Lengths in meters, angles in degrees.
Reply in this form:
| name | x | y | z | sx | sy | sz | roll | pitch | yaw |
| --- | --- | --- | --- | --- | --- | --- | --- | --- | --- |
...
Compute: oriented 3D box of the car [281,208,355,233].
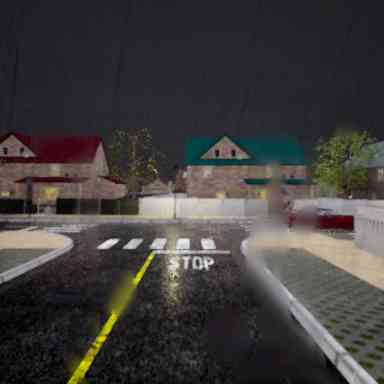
| name | x | y | z | sx | sy | sz | roll | pitch | yaw |
| --- | --- | --- | --- | --- | --- | --- | --- | --- | --- |
| car | 7.559 | 1.582 | 18.621 | 4.718 | 1.301 | 1.895 | 1 | 0 | 0 |
